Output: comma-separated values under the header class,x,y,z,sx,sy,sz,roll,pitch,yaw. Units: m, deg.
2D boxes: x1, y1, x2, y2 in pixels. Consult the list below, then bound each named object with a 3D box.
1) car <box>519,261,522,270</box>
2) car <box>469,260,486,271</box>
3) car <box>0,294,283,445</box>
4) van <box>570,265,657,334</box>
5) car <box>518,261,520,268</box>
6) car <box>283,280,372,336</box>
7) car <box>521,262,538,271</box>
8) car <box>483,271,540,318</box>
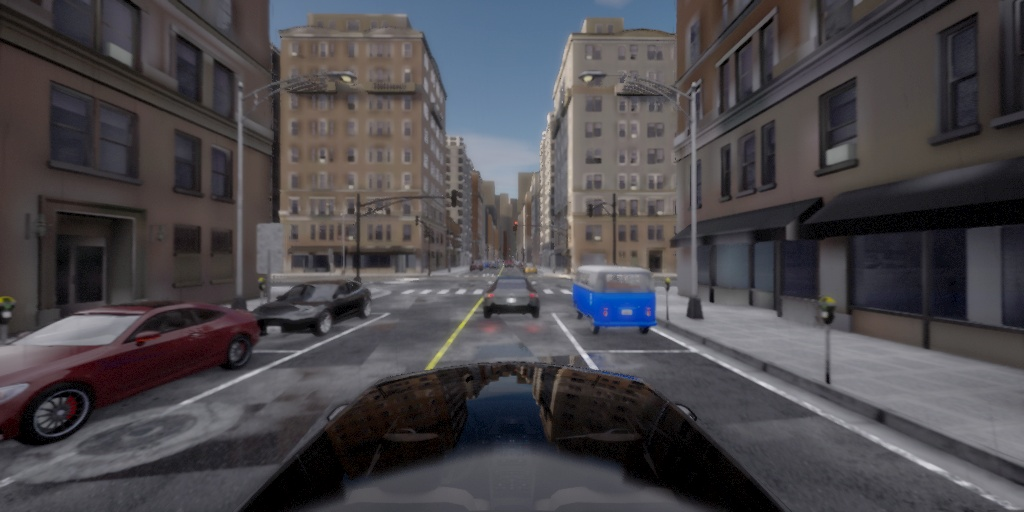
class,x,y,z,sx,sy,sz,roll,pitch,yaw
car,2.561,1.715,55.448,1.967,1.591,4.097,0,0,-1
car,-6.041,1.640,60.855,2.192,1.841,5.009,0,0,-1
car,-5.669,1.367,5.273,1.802,1.307,4.207,0,0,0
van,2.854,1.181,10.736,1.690,1.789,3.998,0,0,0
car,2.484,1.877,60.974,2.007,1.370,4.403,0,0,-1
car,-5.671,1.405,10.724,1.948,1.339,4.313,0,0,0
car,2.636,1.748,50.093,1.751,1.417,4.829,0,0,-1
car,-0.004,1.433,13.648,1.994,1.385,4.181,0,-1,0
